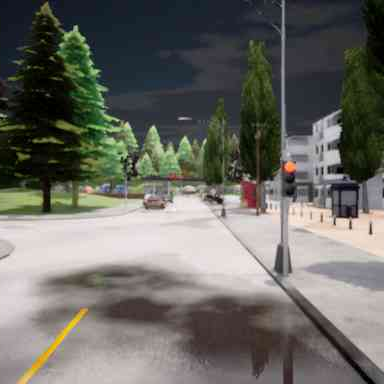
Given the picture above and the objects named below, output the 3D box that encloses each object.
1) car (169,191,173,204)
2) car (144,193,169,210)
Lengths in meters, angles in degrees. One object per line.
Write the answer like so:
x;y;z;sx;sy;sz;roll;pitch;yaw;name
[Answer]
-4.073;1.092;54.188;2.128;1.511;4.902;0;0;1;car
-4.110;1.072;37.758;2.097;1.767;4.553;0;0;0;car
